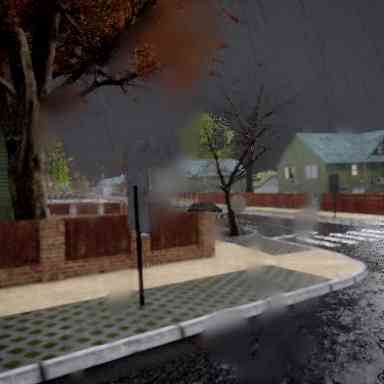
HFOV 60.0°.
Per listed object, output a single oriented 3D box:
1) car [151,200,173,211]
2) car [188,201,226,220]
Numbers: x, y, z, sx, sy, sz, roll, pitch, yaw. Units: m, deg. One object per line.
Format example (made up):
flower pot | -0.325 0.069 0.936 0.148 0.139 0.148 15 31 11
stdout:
car | -3.852 1.654 40.727 1.895 1.301 4.718 -3 1 -22
car | 1.124 1.600 28.260 1.837 1.490 4.892 -3 2 -22
